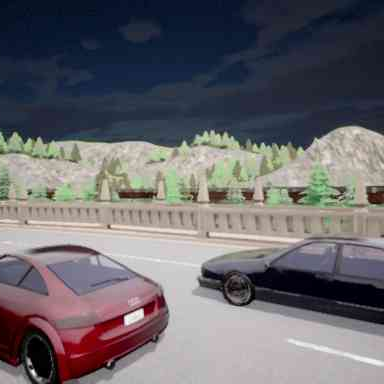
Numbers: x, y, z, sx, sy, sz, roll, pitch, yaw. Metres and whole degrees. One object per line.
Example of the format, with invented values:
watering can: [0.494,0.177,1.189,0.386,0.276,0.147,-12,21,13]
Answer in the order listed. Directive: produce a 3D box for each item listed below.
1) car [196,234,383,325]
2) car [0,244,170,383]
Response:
car: [2.727,1.518,6.211,5.357,1.411,2.033,0,0,34]
car: [-2.417,1.556,5.311,4.181,1.385,1.994,0,0,33]
